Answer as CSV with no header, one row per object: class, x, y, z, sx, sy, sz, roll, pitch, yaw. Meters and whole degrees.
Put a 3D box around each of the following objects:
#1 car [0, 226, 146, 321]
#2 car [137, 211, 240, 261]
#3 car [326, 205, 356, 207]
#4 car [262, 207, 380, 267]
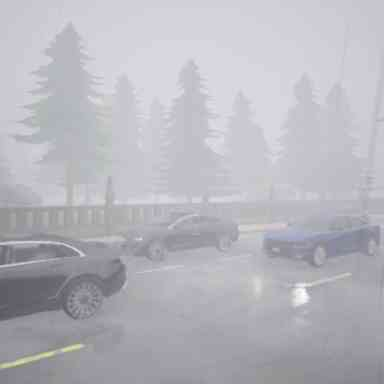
car,-3.543,1.493,5.763,4.902,1.511,2.128,0,0,-35
car,-0.407,1.489,12.293,4.902,1.511,2.128,0,0,-35
car,7.977,1.495,18.238,4.892,1.490,1.837,0,0,-35
car,4.581,1.472,11.545,5.008,1.535,1.882,0,0,-35
